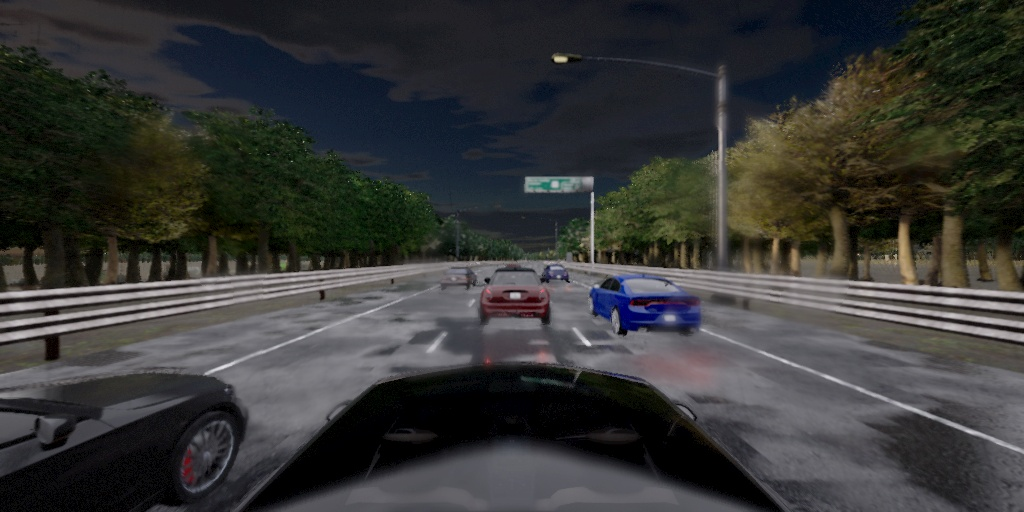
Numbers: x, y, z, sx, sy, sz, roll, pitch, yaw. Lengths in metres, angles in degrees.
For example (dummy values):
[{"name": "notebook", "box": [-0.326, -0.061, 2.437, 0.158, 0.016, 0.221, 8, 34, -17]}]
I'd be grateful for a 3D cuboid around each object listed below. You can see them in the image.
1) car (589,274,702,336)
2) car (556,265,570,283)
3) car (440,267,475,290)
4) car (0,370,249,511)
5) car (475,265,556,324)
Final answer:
[{"name": "car", "box": [3.603, 1.273, 10.623, 1.882, 1.535, 5.008, 0, 0, 0]}, {"name": "car", "box": [3.603, 1.431, 29.906, 1.812, 1.442, 4.674, 0, 0, 0]}, {"name": "car", "box": [-3.398, 1.416, 23.482, 2.033, 1.411, 5.357, 0, 0, 0]}, {"name": "car", "box": [-3.414, 1.274, 1.439, 1.812, 1.442, 4.674, 0, 0, 0]}, {"name": "car", "box": [0.099, 1.157, 12.286, 2.097, 1.767, 4.553, 0, 0, 0]}]
